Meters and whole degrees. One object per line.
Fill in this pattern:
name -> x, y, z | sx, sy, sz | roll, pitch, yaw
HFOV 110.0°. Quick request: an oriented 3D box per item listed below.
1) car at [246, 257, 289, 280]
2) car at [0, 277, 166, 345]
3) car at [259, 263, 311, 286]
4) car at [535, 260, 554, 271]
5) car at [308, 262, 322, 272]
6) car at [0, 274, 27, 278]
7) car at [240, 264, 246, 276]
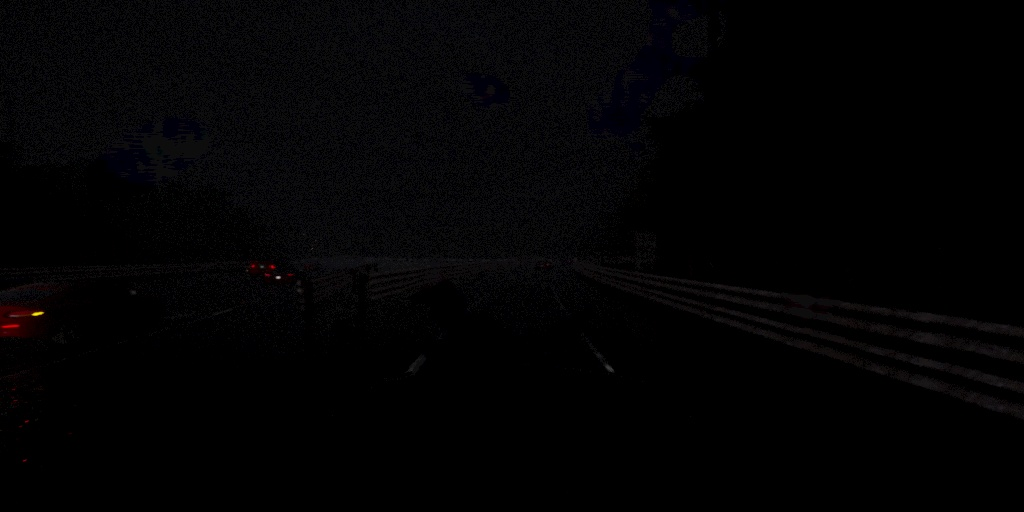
car -> -22.745, 1.145, 34.063 | 2.150, 2.045, 5.566 | 0, -1, -19
car -> -11.390, 1.353, 9.347 | 1.812, 1.442, 4.674 | 0, 0, -17
car -> -16.801, 1.463, 26.768 | 1.994, 1.385, 4.181 | 0, 0, -18
car -> 4.386, 1.229, 48.373 | 1.994, 1.385, 4.181 | 1, 0, 14
car -> -29.707, 1.582, 53.685 | 1.812, 1.442, 4.674 | 0, -1, -20
car -> -19.961, 1.373, 13.918 | 1.994, 1.385, 4.181 | 0, 0, -17
car -> -28.382, 1.440, 39.772 | 2.128, 1.511, 4.902 | 0, -1, -19
